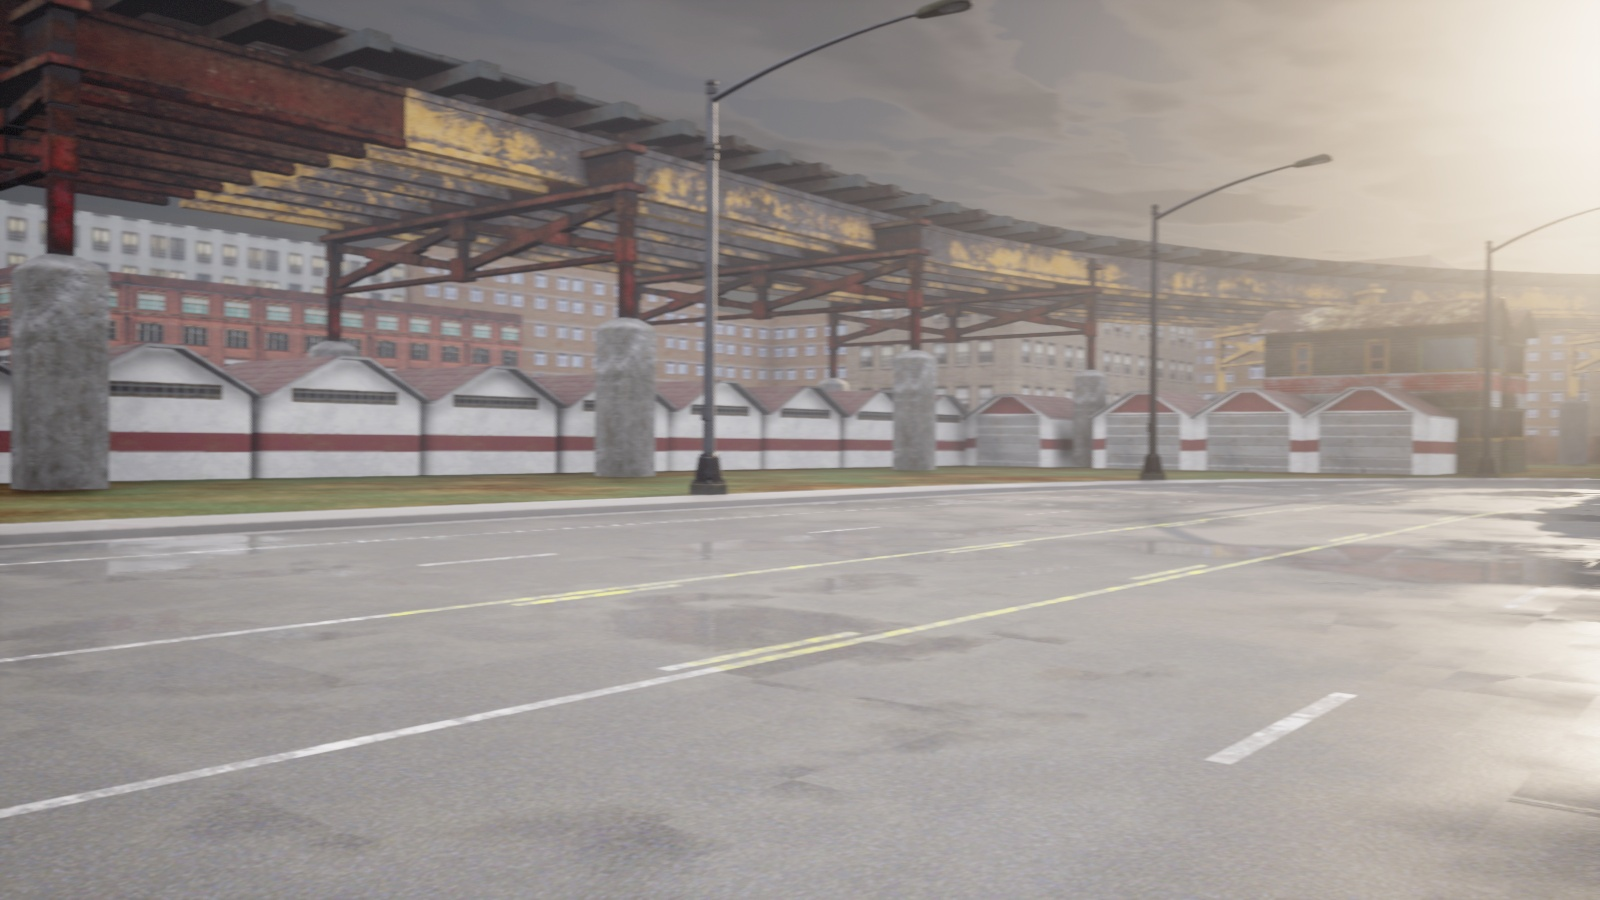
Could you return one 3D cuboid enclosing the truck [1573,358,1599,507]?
[{"bbox_3d":[24.457,-0.424,33.963,8.468,3.827,2.891,0,0,-35],"label":"truck"}]
